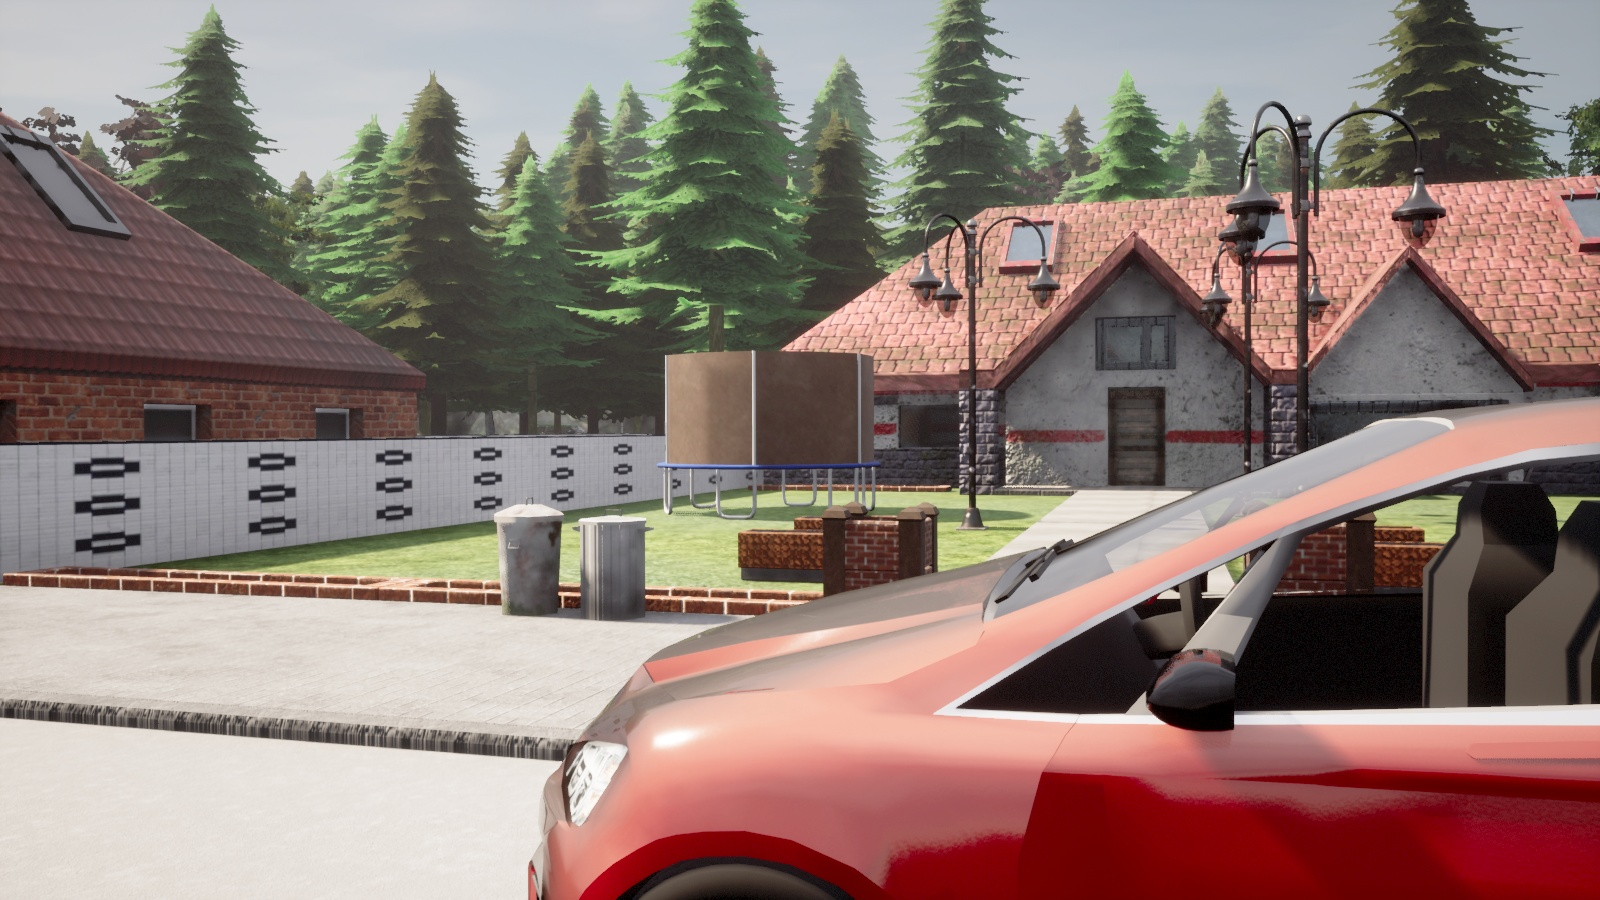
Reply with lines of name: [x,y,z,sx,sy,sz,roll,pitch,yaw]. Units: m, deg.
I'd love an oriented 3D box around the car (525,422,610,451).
car: [-16.642,-0.955,89.922,5.566,2.045,2.150,0,1,16]

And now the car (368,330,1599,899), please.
car: [1.618,0.628,3.070,4.611,1.667,2.242,0,1,17]
